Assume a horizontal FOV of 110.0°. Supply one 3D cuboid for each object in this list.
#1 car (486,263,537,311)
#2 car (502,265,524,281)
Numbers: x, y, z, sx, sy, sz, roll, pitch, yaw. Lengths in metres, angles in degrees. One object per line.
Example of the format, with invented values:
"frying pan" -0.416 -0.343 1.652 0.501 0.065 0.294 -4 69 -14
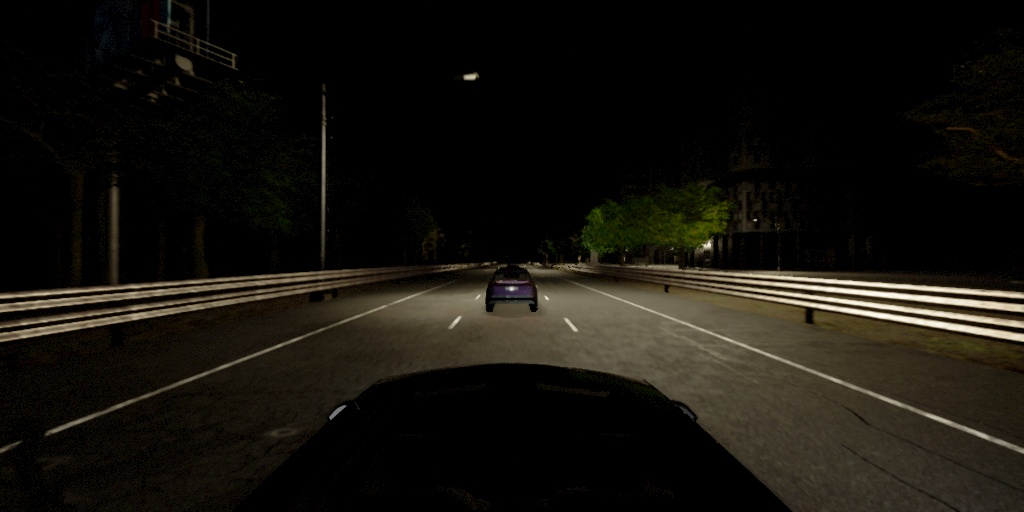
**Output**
"car" -0.011 1.261 14.961 2.033 1.649 4.856 0 -1 0
"car" 0.087 1.625 35.113 2.033 1.411 5.357 0 -1 0
